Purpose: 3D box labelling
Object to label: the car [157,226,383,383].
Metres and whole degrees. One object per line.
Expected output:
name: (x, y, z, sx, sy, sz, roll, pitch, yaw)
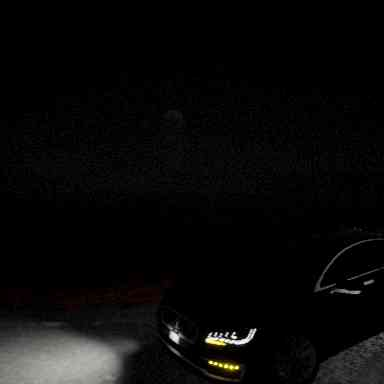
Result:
car: (1.824, 1.337, 5.036, 4.892, 1.490, 1.837, -1, 3, -34)
